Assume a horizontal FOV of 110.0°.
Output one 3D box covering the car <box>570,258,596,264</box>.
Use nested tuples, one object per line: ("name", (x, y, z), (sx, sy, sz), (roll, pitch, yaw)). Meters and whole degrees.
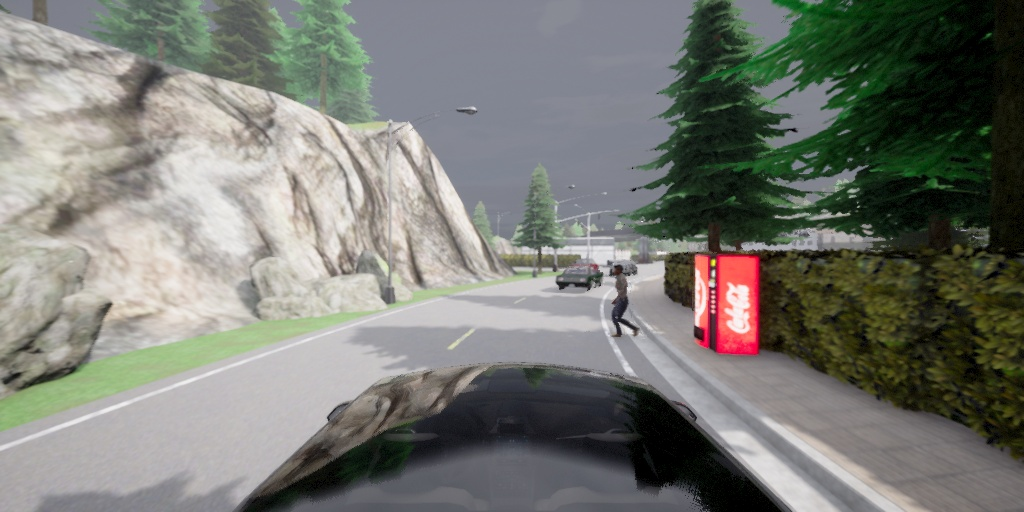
("car", (6.753, 1.013, 34.262), (2.097, 1.767, 4.553), (0, 0, 29))

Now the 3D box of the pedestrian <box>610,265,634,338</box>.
("pedestrian", (2.622, 1.030, 8.571), (0.375, 1.860, 0.375), (0, 0, 9))

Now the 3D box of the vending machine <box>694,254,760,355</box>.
("vending machine", (4.318, 0.943, 7.292), (1.100, 2.100, 0.880), (0, 0, 8))

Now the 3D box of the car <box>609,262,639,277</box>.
("car", (10.821, 1.243, 34.527), (1.994, 1.385, 4.181), (0, 0, 31))

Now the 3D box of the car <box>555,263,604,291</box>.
("car", (4.146, 1.299, 21.276), (1.895, 1.301, 4.718), (0, 0, 25))
